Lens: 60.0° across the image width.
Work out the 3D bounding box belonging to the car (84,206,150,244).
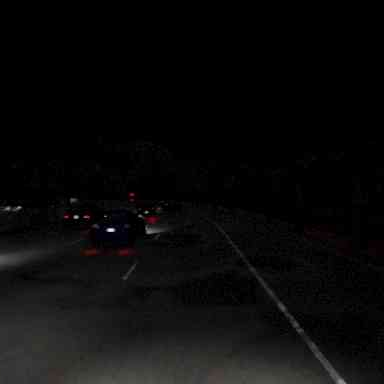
[{"bbox_3d":[-3.409,1.565,15.932,1.994,1.385,4.181,0,0,0],"label":"car"}]

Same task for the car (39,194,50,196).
[{"bbox_3d":[-33.144,1.457,74.850,2.150,2.045,5.566,0,0,-36],"label":"car"}]

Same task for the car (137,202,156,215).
[{"bbox_3d":[-4.663,1.622,33.804,1.895,1.301,4.718,0,0,-8],"label":"car"}]

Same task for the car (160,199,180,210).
[{"bbox_3d":[-2.864,1.600,42.736,1.994,1.385,4.181,0,0,-13],"label":"car"}]

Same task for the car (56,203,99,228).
[{"bbox_3d":[-7.052,1.553,22.419,2.033,1.411,5.357,0,0,-3],"label":"car"}]

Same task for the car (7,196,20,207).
[{"bbox_3d":[-29.024,1.483,54.528,2.097,1.767,4.553,0,0,-24],"label":"car"}]

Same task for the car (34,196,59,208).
[{"bbox_3d":[-16.327,1.549,38.188,1.837,1.490,4.892,0,-1,-13],"label":"car"}]

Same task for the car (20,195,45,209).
[{"bbox_3d":[-22.102,1.555,46.266,1.882,1.535,5.008,0,0,-18],"label":"car"}]
